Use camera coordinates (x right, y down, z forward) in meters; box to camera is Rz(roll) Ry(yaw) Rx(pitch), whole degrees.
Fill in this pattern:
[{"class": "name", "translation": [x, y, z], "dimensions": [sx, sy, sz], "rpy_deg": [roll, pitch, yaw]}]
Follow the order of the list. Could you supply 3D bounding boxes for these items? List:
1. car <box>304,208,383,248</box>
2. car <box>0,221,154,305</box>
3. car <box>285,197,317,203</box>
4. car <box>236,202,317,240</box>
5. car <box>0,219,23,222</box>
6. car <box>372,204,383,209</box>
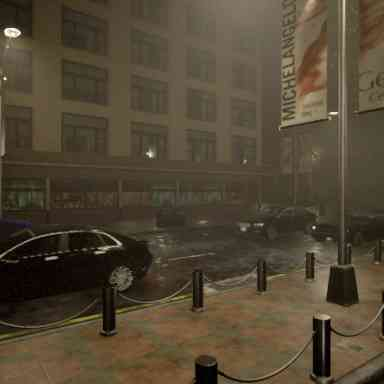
[{"class": "car", "translation": [7.361, 1.600, 14.816], "dimensions": [4.718, 1.301, 1.895], "rpy_deg": [0, 0, -35]}, {"class": "car", "translation": [-3.209, 1.506, 7.228], "dimensions": [4.892, 1.490, 1.837], "rpy_deg": [0, 0, -36]}, {"class": "car", "translation": [16.112, 1.489, 49.479], "dimensions": [2.128, 1.511, 4.902], "rpy_deg": [0, 0, -37]}, {"class": "car", "translation": [4.411, 1.492, 17.007], "dimensions": [4.902, 1.511, 2.128], "rpy_deg": [0, 0, -36]}, {"class": "car", "translation": [-6.039, 1.526, 9.537], "dimensions": [4.674, 1.442, 1.812], "rpy_deg": [0, 0, -36]}, {"class": "car", "translation": [14.087, 1.563, 24.000], "dimensions": [4.181, 1.385, 1.994], "rpy_deg": [0, 0, -36]}]
